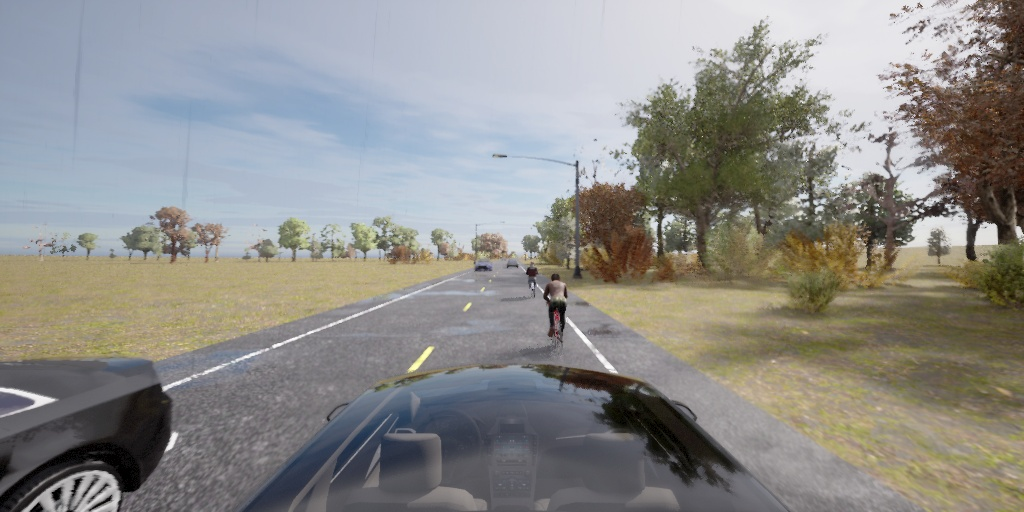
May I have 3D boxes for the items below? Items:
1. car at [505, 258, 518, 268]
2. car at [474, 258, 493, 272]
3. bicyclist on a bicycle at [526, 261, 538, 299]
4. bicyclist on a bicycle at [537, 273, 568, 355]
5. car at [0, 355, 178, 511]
[{"bbox_3d":[0.095,1.322,61.151,1.994,1.385,4.181,0,0,0],"label":"car"},{"bbox_3d":[-3.599,1.107,45.843,2.097,1.767,4.553,0,0,0],"label":"car"},{"bbox_3d":[0.961,1.123,17.159,0.659,1.776,1.843,0,0,0],"label":"bicyclist on a bicycle"},{"bbox_3d":[0.962,1.204,7.772,0.582,1.620,1.656,0,0,0],"label":"bicyclist on a bicycle"},{"bbox_3d":[-3.600,1.241,0.771,2.128,1.511,4.902,0,0,0],"label":"car"}]
